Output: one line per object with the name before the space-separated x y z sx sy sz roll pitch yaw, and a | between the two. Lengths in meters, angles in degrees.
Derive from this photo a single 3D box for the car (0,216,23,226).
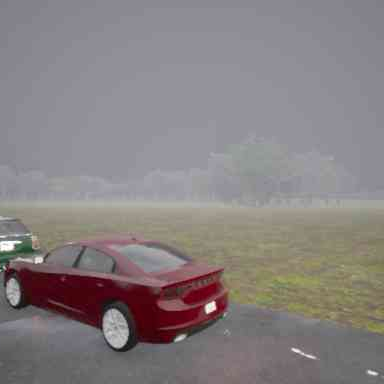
car | -6.548 1.488 9.971 4.553 1.767 2.097 0 -1 36

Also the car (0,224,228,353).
car | -1.716 1.581 6.432 5.008 1.535 1.882 0 -1 36
